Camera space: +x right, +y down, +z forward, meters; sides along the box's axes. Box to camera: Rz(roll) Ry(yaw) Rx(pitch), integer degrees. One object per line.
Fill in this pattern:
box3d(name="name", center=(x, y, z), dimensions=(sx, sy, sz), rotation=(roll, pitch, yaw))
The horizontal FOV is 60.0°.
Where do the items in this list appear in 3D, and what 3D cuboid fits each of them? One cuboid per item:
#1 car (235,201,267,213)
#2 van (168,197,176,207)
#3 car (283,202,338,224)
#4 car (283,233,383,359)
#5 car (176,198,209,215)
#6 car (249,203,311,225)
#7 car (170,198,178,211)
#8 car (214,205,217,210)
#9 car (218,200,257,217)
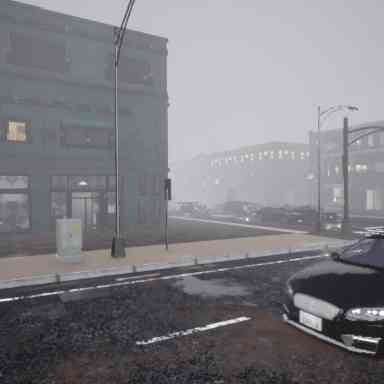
box3d(name="car", center=(7.544, 1.904, 42.869), dimensions=(1.802, 1.307, 4.206), rotation=(-1, 0, -29))
box3d(name="van", center=(-3.316, 1.908, 62.166), dimensions=(1.690, 1.788, 3.998), rotation=(-1, 0, -29))
box3d(name="car", center=(9.706, 1.776, 27.233), dimensions=(1.994, 1.385, 4.181), rotation=(-1, 0, -29))
box3d(name="car", center=(3.750, 1.491, 5.741), dimensions=(4.902, 1.511, 2.128), rotation=(0, 0, -29))
box3d(name="car", center=(0.238, 1.847, 38.759), dimensions=(1.967, 1.590, 4.097), rotation=(-1, 0, -29))
box3d(name="car", center=(6.938, 1.814, 26.605), dimensions=(1.947, 1.339, 4.313), rotation=(-1, 0, -29))
box3d(name="car", center=(-0.905, 1.984, 46.130), dimensions=(1.812, 1.442, 4.674), rotation=(-1, 0, -29))
box3d(name="car", center=(4.831, 1.966, 47.693), dimensions=(1.802, 1.307, 4.206), rotation=(-1, 0, -29))
box3d(name="car", center=(5.152, 1.671, 35.326), dimensions=(2.097, 1.767, 4.553), rotation=(-1, 0, -29))
